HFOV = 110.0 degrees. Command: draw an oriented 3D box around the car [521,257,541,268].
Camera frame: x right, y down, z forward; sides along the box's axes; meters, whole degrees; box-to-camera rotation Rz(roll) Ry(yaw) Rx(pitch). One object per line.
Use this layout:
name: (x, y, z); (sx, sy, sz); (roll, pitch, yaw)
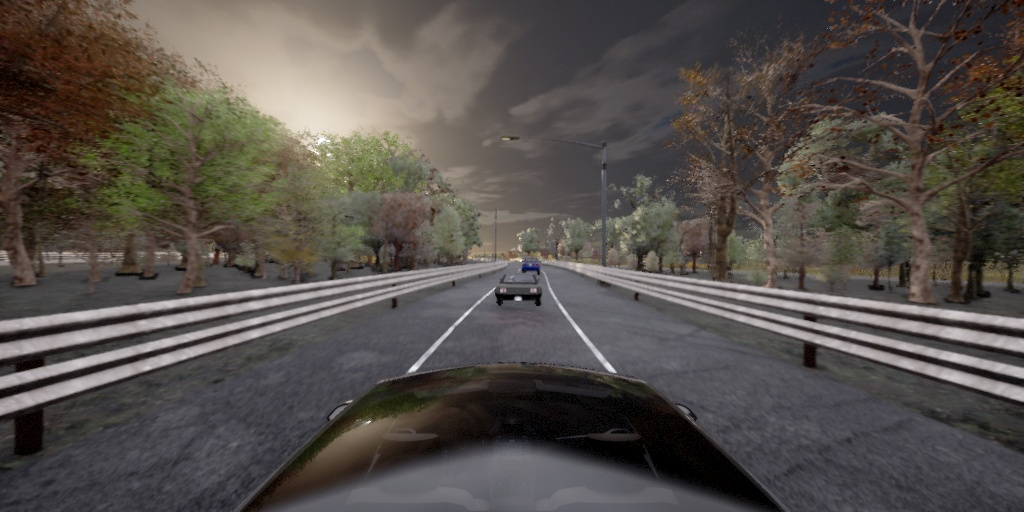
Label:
car: (2.344, 1.171, 44.501); (2.150, 2.045, 5.566); (0, 0, 4)

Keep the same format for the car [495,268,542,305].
car: (0.357, 1.414, 16.460); (1.895, 1.301, 4.718); (0, 0, 3)
